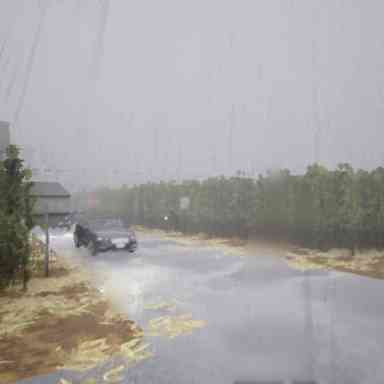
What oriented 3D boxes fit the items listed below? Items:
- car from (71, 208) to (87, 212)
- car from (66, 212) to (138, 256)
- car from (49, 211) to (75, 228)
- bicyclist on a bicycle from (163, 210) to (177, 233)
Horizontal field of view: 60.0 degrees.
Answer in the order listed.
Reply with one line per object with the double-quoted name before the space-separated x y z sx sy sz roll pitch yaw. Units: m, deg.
"car" -12.128 2.464 35.172 2.128 1.511 4.902 1 -1 -31
"car" -4.008 1.869 15.016 2.128 1.511 4.902 1 -2 -31
"car" -11.142 2.374 27.075 1.895 1.301 4.718 1 -2 -30
"bicyclist on a bicycle" -1.276 2.058 23.138 1.656 1.620 0.582 1 -2 -31
